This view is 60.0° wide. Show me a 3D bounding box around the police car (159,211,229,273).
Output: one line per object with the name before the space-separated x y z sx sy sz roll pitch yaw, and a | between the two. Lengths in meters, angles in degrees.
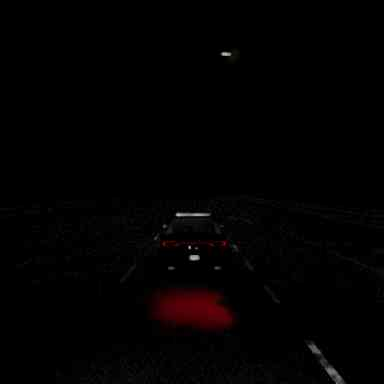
police car | 0.037 1.444 10.835 1.930 1.638 5.238 0 0 -1
